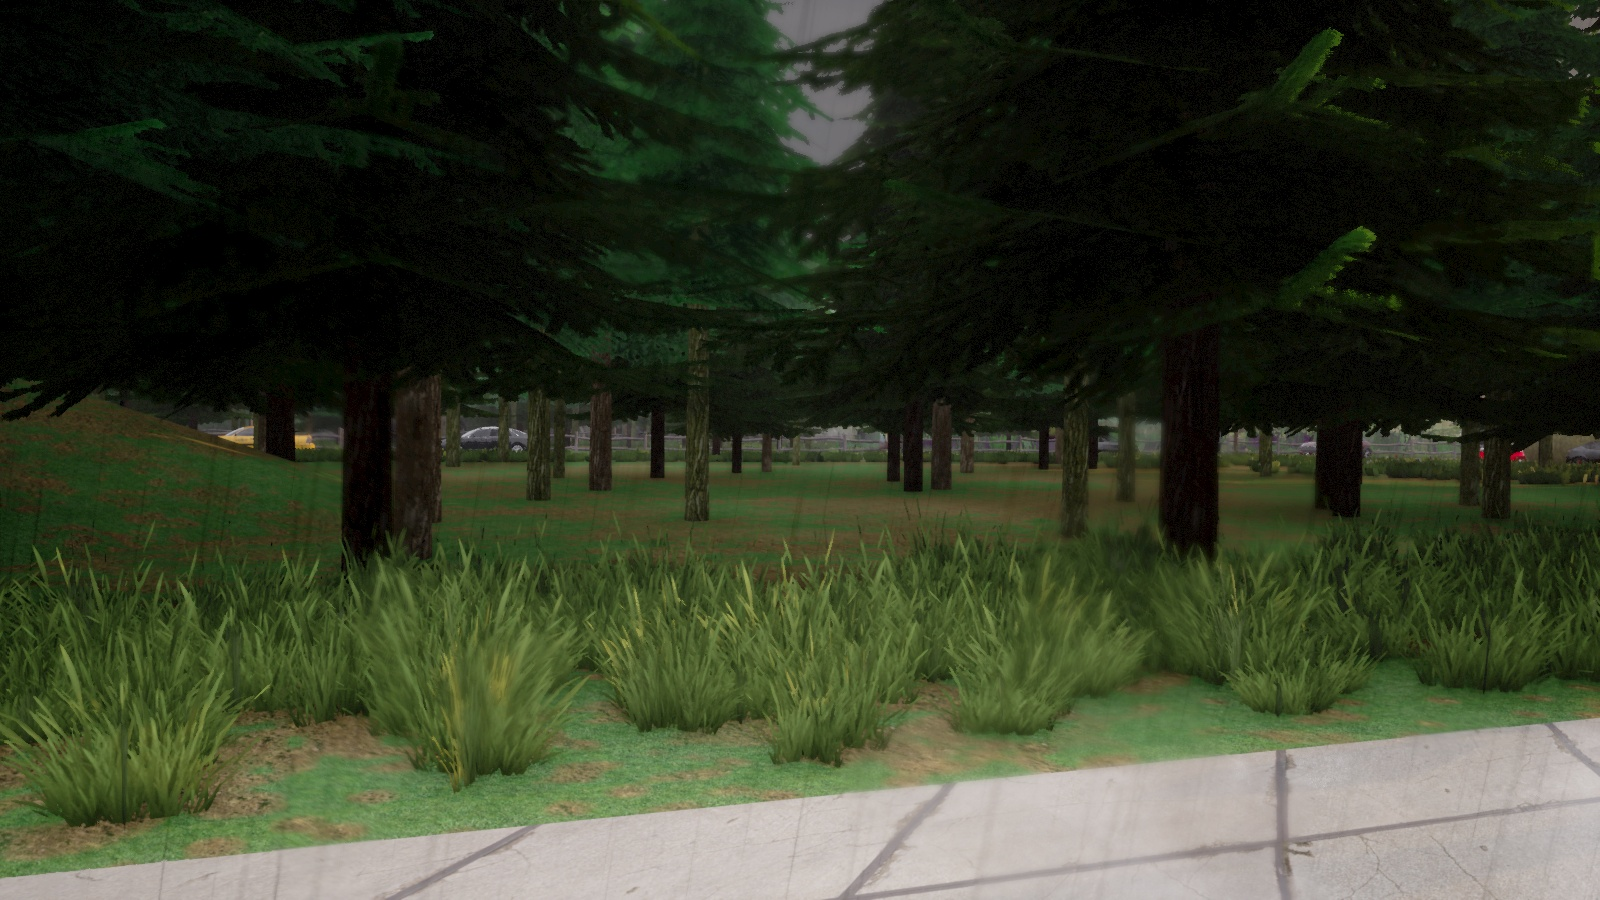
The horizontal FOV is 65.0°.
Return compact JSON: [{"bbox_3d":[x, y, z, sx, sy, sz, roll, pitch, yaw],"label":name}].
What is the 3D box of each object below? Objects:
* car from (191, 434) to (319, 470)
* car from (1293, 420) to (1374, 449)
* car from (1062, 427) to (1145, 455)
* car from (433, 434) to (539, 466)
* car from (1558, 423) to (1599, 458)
[{"bbox_3d":[-25.178,0.062,58.221,5.366,1.575,1.801,-1,1,-21],"label":"car"},{"bbox_3d":[33.891,-1.014,79.733,4.553,1.767,2.097,-1,1,-22],"label":"car"},{"bbox_3d":[16.977,-0.523,70.245,4.193,1.474,1.816,-1,1,-19],"label":"car"},{"bbox_3d":[-15.475,-0.037,61.913,4.892,1.490,1.837,-1,1,-21],"label":"car"},{"bbox_3d":[35.398,-0.431,53.694,2.163,1.488,4.792,-1,1,-22],"label":"car"}]
